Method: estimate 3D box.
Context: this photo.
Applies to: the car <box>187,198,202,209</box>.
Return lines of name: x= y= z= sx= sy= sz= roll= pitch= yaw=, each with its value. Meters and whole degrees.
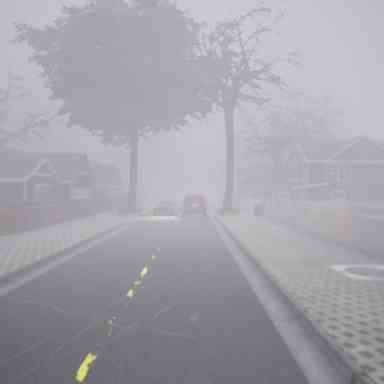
car: x=0.312 y=1.513 z=46.086 sx=1.994 sy=1.385 sz=4.181 roll=0 pitch=0 yaw=1

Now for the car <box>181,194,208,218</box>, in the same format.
car: x=0.216 y=1.195 z=29.806 sx=2.150 sy=2.045 sz=5.566 roll=0 pitch=1 yaw=1

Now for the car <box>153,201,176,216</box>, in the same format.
car: x=-2.588 y=1.525 z=32.017 sx=1.994 sy=1.385 sz=4.181 roll=0 pitch=0 yaw=0
